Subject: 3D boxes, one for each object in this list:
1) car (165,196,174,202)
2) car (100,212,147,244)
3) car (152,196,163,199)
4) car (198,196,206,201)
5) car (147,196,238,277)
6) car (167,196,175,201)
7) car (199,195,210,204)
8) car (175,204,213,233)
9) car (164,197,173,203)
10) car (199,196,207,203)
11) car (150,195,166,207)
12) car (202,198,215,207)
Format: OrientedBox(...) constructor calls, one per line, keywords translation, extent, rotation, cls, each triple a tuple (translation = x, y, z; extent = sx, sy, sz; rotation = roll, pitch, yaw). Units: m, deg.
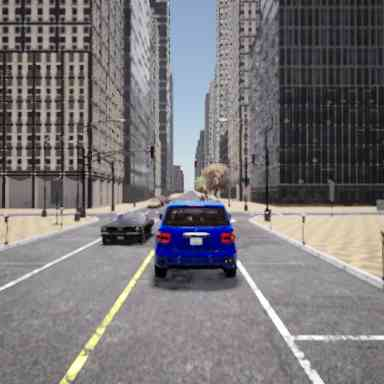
OrientedBox(translation=(-5.701, 1.845, 85.738), extent=(2.008, 1.369, 4.403), rotation=(0, 0, 0), cls="car")
OrientedBox(translation=(-3.031, 1.678, 16.369), extent=(1.895, 1.301, 4.718), rotation=(0, 0, 0), cls="car")
OrientedBox(translation=(-5.825, 1.736, 51.513), extent=(1.752, 1.417, 4.829), rotation=(0, 0, 0), cls="car")
OrientedBox(translation=(2.678, 1.855, 91.408), extent=(2.008, 1.369, 4.403), rotation=(0, 0, 0), cls="car")
OrientedBox(translation=(0.097, 1.272, 10.515), extent=(2.150, 2.045, 5.566), rotation=(0, 0, 0), cls="car")
OrientedBox(translation=(-5.702, 1.855, 91.414), extent=(2.008, 1.369, 4.403), rotation=(0, 0, 0), cls="car")
OrientedBox(translation=(2.682, 1.585, 74.386), extent=(2.192, 1.841, 5.009), rotation=(0, 0, 0), cls="car")
OrientedBox(translation=(0.092, 1.589, 21.243), extent=(2.128, 1.511, 4.902), rotation=(0, 0, 0), cls="car")
OrientedBox(translation=(-5.700, 1.827, 80.063), extent=(1.887, 1.381, 4.507), rotation=(0, 0, 0), cls="car")
OrientedBox(translation=(2.680, 1.808, 80.229), extent=(1.752, 1.417, 4.829), rotation=(0, 0, 0), cls="car")
OrientedBox(translation=(-5.795, 1.543, 57.362), extent=(2.192, 1.841, 5.009), rotation=(0, 0, 0), cls="car")
OrientedBox(translation=(2.783, 1.778, 57.362), extent=(2.008, 1.369, 4.403), rotation=(0, 0, 0), cls="car")
